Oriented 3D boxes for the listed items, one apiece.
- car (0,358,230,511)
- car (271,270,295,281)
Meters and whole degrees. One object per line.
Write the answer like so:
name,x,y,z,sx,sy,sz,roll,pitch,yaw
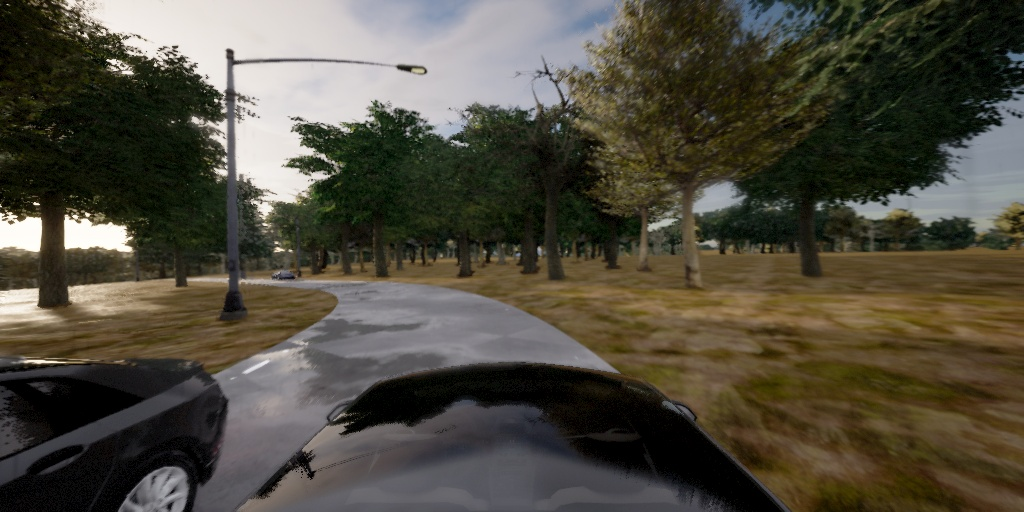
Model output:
car,-3.232,1.303,0.946,1.837,1.490,4.892,0,0,-1
car,-31.876,2.663,49.822,4.181,1.385,1.994,-3,-1,42
